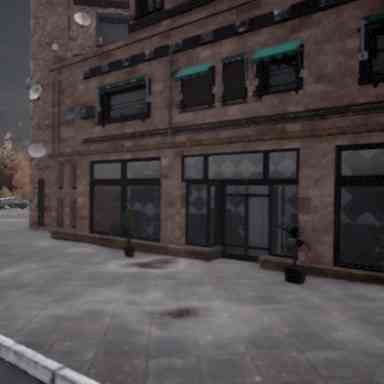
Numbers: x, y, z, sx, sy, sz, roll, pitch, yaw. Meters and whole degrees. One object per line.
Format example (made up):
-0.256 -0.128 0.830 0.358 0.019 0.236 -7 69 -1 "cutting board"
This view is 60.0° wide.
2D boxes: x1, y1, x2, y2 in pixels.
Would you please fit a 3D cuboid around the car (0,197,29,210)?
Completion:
-20.856 1.398 38.995 1.837 1.490 4.892 -1 -2 29 "car"
